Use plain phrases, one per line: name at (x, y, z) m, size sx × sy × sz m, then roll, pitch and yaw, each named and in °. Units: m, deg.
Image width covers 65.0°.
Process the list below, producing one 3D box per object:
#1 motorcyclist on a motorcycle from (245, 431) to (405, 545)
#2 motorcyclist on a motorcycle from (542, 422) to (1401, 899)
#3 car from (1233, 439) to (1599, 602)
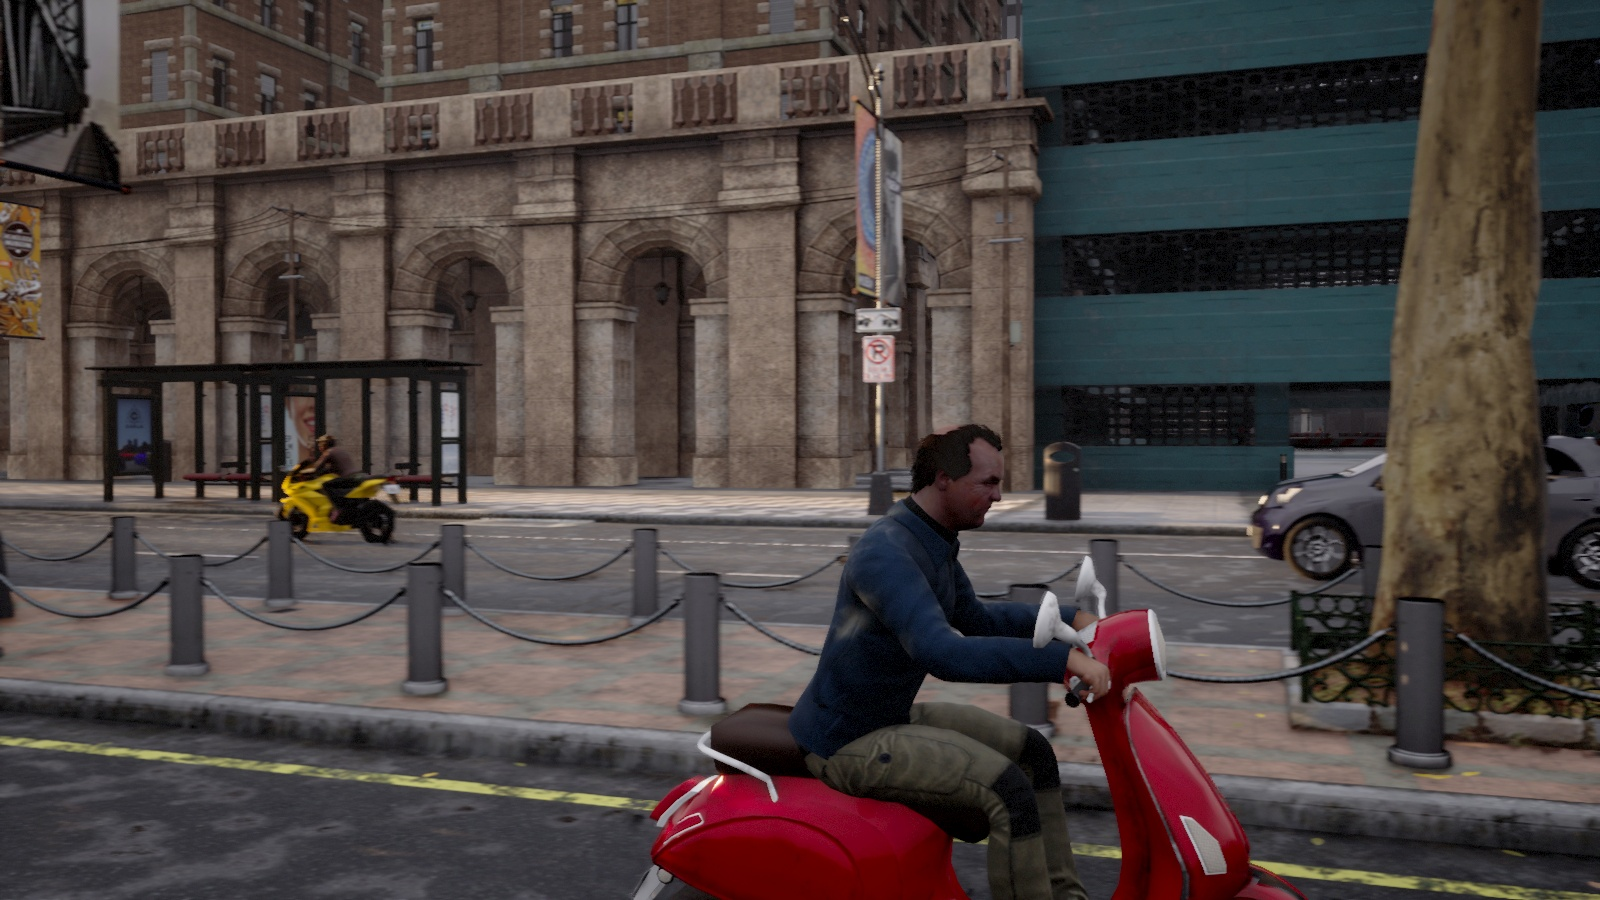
motorcyclist on a motorcycle at (-6.642, 0.503, 17.556) m, size 2.044 × 1.523 × 0.797 m, roll 1°, pitch 1°, yaw 19°
motorcyclist on a motorcycle at (0.396, 0.732, 3.058) m, size 1.817 × 1.590 × 0.866 m, roll 1°, pitch 1°, yaw 19°
car at (6.468, 0.654, 13.150) m, size 3.633 × 1.501 × 1.845 m, roll 1°, pitch 1°, yaw 19°
